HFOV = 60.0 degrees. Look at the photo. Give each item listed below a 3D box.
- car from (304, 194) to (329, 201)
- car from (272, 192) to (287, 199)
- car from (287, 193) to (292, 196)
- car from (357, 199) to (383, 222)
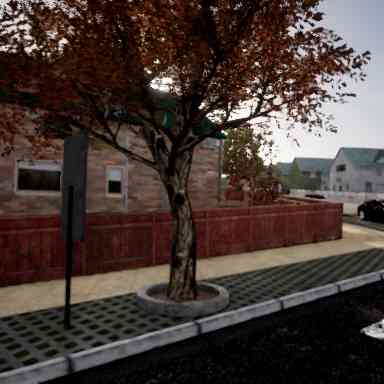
[{"bbox_3d":[11.916,0.968,32.084,1.812,1.442,4.674,2,1,-4],"label":"car"},{"bbox_3d":[11.095,0.510,46.399,1.882,1.535,5.008,2,2,-3],"label":"car"},{"bbox_3d":[13.679,0.583,51.357,1.895,1.301,4.718,2,1,-3],"label":"car"},{"bbox_3d":[12.549,1.266,21.292,1.837,1.490,4.892,2,2,-3],"label":"car"}]
